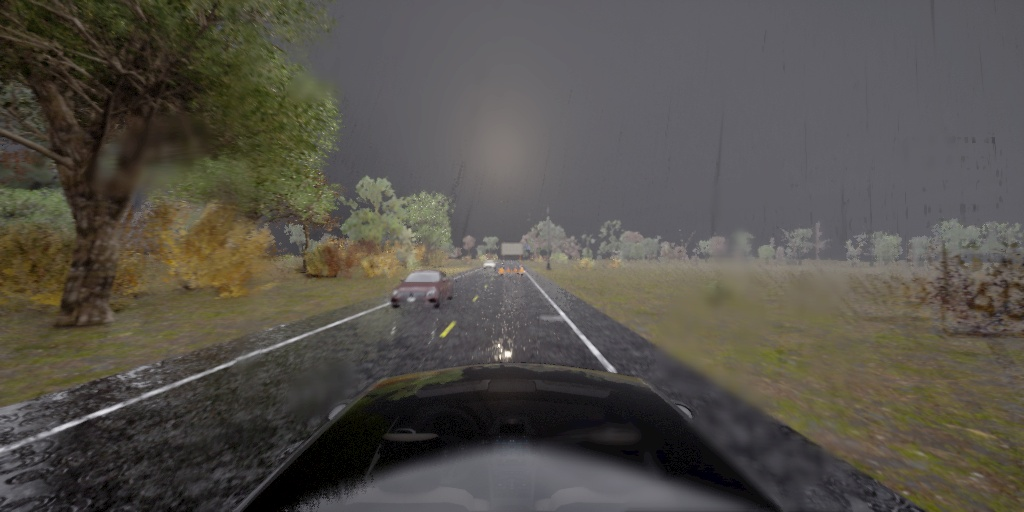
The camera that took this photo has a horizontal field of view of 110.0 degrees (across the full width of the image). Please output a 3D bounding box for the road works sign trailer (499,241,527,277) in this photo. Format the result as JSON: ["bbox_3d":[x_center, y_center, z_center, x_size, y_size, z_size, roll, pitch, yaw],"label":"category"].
[{"bbox_3d":[0.008,0.294,36.793,2.380,3.560,2.880,0,0,0],"label":"road works sign trailer"}]

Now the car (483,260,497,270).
[{"bbox_3d":[-3.523,1.407,57.350,1.812,1.442,4.674,0,0,1],"label":"car"}]

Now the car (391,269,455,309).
[{"bbox_3d":[-3.592,1.305,15.161,1.812,1.442,4.674,0,0,0],"label":"car"}]
